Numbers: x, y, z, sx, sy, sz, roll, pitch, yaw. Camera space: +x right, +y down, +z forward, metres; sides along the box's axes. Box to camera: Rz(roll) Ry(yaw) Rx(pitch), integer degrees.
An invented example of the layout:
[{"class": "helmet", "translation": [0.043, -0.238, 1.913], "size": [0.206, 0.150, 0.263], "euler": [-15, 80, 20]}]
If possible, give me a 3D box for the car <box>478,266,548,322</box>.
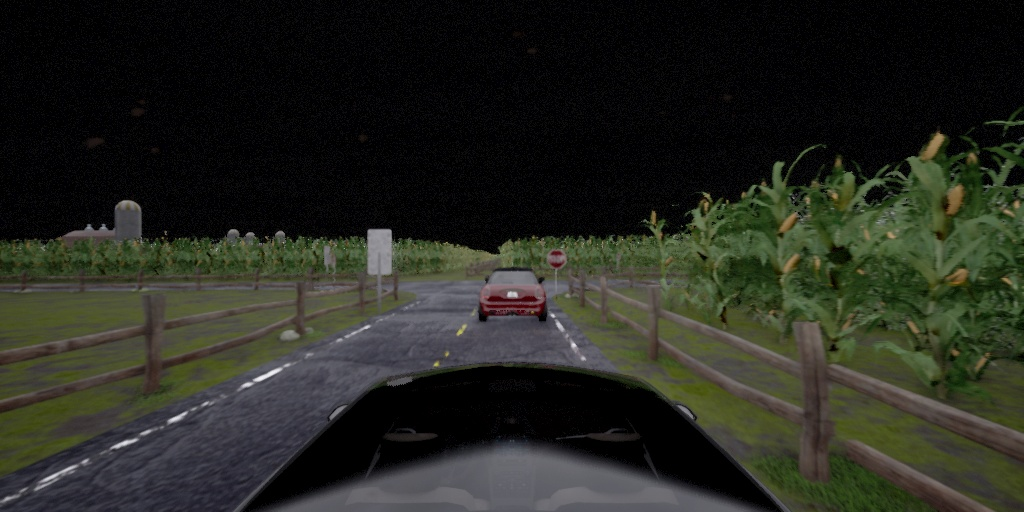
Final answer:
[{"class": "car", "translation": [0.087, 1.139, 12.589], "size": [2.097, 1.767, 4.553], "euler": [0, 0, 2]}]
